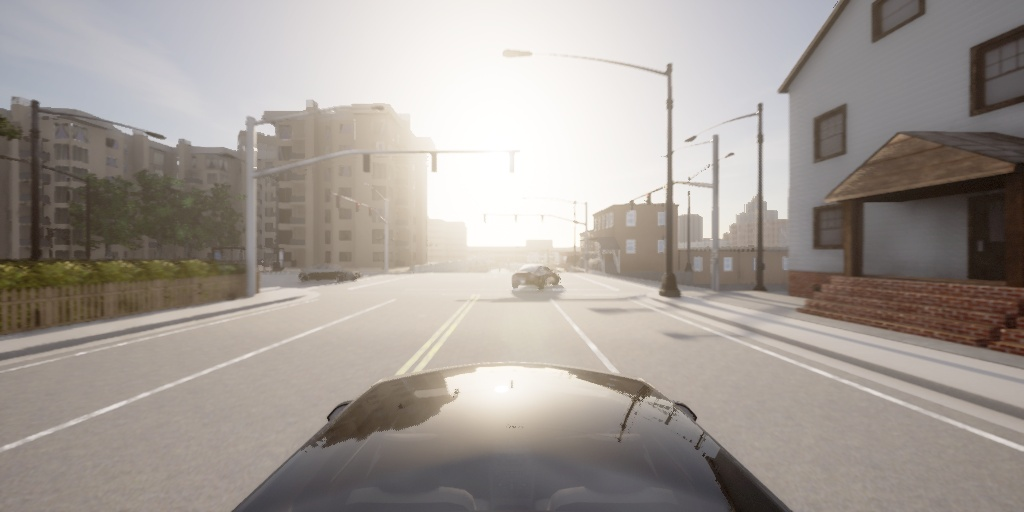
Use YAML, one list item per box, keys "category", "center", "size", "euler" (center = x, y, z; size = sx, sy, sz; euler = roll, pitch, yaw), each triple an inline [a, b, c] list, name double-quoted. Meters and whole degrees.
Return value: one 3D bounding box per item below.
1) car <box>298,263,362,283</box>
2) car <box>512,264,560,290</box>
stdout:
- category: "car"
  center: [-13.502, 1.255, 26.756]
  size: [4.181, 1.385, 1.994]
  euler: [0, 0, 1]
- category: "car"
  center: [1.491, 1.224, 22.138]
  size: [1.812, 1.442, 4.674]
  euler: [0, 1, 23]
